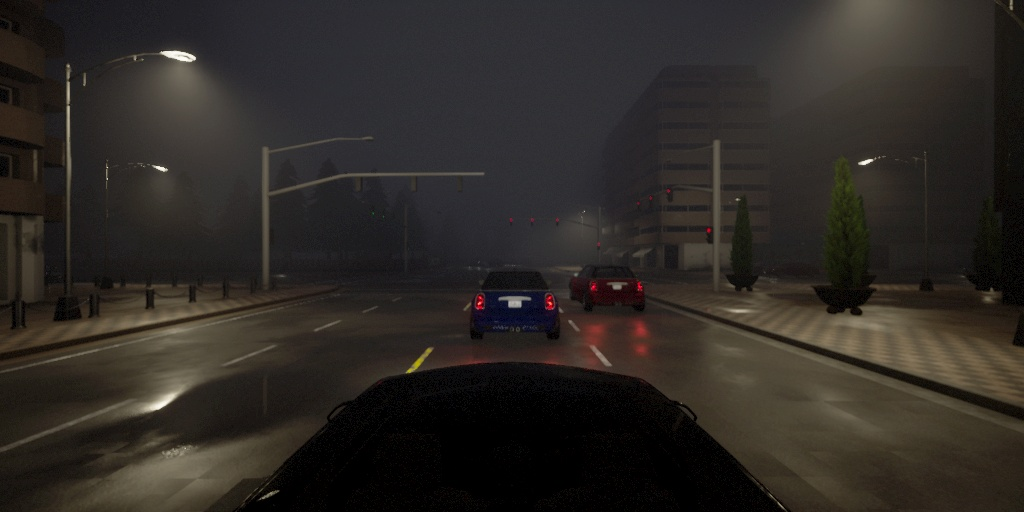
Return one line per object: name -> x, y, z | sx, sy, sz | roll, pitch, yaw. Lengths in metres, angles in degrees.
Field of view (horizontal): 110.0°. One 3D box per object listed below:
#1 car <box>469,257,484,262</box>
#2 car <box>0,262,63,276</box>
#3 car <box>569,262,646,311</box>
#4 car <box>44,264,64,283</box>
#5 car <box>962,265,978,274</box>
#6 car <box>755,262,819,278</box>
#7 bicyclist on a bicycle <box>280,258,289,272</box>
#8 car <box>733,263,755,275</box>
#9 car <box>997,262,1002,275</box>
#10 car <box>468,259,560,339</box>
car -> -5.881, 0.990, 60.884 | 2.097, 1.767, 4.553 | 0, 0, 11
car -> -49.524, 1.288, 36.410 | 5.357, 1.411, 2.033 | 0, 0, 0
car -> 3.603, 1.080, 14.364 | 2.097, 1.767, 4.553 | 0, 0, 0
car -> -35.034, 1.251, 25.825 | 4.902, 1.511, 2.128 | 0, 0, 0
car -> 49.434, 1.246, 36.798 | 4.892, 1.490, 1.837 | 0, 0, 0
car -> 25.771, 1.272, 33.270 | 4.674, 1.442, 1.812 | 0, 0, 0
bicyclist on a bicycle -> -25.620, 1.034, 40.343 | 0.582, 1.620, 1.656 | 0, 0, 0
car -> 25.776, 1.287, 36.769 | 5.357, 1.411, 2.033 | 0, 0, 0
car -> 48.570, 1.223, 33.303 | 5.008, 1.535, 1.882 | 0, 0, 0
car -> 0.081, 1.086, 10.138 | 2.097, 1.767, 4.553 | 0, 0, 0
